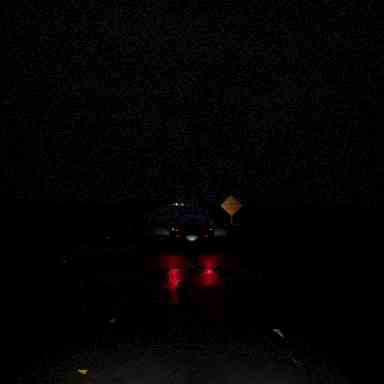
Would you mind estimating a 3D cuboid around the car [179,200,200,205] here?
[{"bbox_3d":[0.000,1.628,29.687,1.895,1.301,4.718,0,0,0],"label":"car"}]

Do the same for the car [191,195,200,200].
[{"bbox_3d":[0.962,1.875,90.522,2.150,2.045,5.566,0,-1,0],"label":"car"}]

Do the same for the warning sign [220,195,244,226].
[{"bbox_3d":[2.429,1.121,20.492,1.300,1.860,1.060,-1,-1,0],"label":"warning sign"}]

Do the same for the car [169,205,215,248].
[{"bbox_3d":[0.000,1.538,14.653,1.812,1.442,4.674,0,0,0],"label":"car"}]

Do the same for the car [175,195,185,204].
[{"bbox_3d":[-2.751,1.641,76.737,2.150,2.045,5.566,0,-1,0],"label":"car"}]
